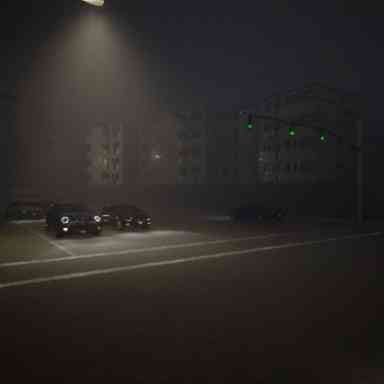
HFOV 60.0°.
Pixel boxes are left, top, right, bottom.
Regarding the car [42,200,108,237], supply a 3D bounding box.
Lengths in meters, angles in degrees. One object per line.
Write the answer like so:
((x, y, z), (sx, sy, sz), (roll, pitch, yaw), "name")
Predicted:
((-6.497, 1.356, 18.087), (2.097, 1.767, 4.553), (0, 0, -33), "car")

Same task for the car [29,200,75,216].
((-13.950, 1.526, 32.990), (5.357, 1.411, 2.033), (0, 0, 42), "car")

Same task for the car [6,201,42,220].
((-14.359, 1.500, 28.419), (4.674, 1.442, 1.812), (1, 0, 44), "car")

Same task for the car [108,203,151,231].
((-4.366, 1.521, 21.142), (1.837, 1.490, 4.892), (0, 0, -35), "car")

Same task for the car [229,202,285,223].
((5.011, 1.543, 26.297), (1.882, 1.535, 5.008), (0, 0, -34), "car")
